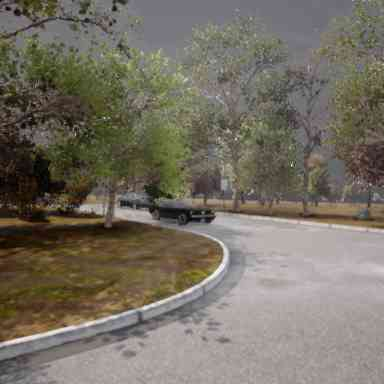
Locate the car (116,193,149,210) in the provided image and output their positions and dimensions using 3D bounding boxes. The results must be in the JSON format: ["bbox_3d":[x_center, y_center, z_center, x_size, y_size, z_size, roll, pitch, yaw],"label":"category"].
[{"bbox_3d":[-5.375,0.845,31.188,2.128,1.511,4.902,1,1,-42],"label":"car"}]

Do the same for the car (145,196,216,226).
[{"bbox_3d":[-0.658,1.126,19.445,1.895,1.301,4.718,1,1,-35],"label":"car"}]
